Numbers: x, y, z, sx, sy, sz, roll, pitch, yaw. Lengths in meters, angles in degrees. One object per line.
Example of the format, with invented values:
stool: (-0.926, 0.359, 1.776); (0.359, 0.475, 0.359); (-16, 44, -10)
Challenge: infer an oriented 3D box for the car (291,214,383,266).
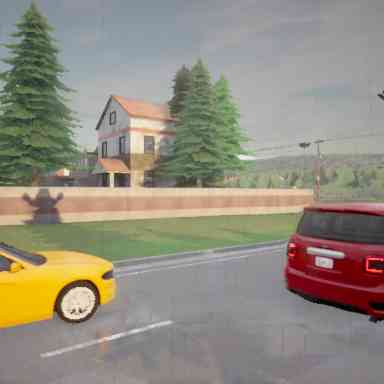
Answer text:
car: (5.975, 1.601, 12.325); (4.718, 1.301, 1.895); (0, 0, -36)

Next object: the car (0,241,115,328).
car: (-3.769, 1.478, 5.459); (5.008, 1.535, 1.882); (0, 0, -35)

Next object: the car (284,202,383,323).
car: (4.284, 1.220, 6.825); (5.566, 2.045, 2.150); (0, 0, -35)
